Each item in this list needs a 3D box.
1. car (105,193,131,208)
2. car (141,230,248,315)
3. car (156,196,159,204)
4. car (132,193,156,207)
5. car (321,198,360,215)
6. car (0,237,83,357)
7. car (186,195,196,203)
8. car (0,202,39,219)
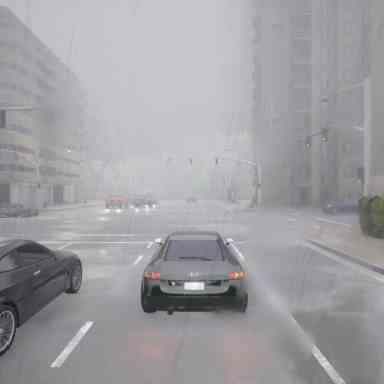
[{"bbox_3d":[-10.698,1.221,47.506,2.150,2.045,5.566,0,0,0],"label":"car"},{"bbox_3d":[0.049,1.564,7.650,1.994,1.385,4.181,0,0,0],"label":"car"},{"bbox_3d":[-7.193,1.491,60.662,2.128,1.511,4.902,0,0,0],"label":"car"},{"bbox_3d":[-7.203,1.221,50.638,2.150,2.045,5.566,0,0,0],"label":"car"},{"bbox_3d":[15.514,1.352,33.689,4.553,1.767,2.097,0,0,1],"label":"car"},{"bbox_3d":[-3.460,1.526,5.848,1.812,1.442,4.674,0,0,0],"label":"car"},{"bbox_3d":[-0.150,1.355,72.566,2.097,1.767,4.553,0,0,0],"label":"car"},{"bbox_3d":[-15.175,1.564,27.923,4.181,1.385,1.994,0,0,-14],"label":"car"}]
